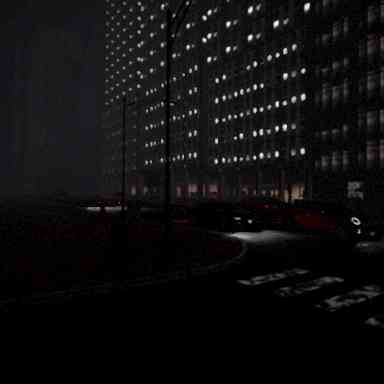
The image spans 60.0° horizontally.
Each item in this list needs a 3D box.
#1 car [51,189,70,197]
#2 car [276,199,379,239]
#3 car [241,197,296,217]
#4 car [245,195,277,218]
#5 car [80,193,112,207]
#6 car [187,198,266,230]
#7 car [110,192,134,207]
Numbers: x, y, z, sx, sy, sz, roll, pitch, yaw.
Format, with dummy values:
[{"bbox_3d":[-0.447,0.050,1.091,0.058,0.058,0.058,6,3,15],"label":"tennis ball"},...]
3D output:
[{"bbox_3d":[-19.662,0.227,49.582,1.882,1.535,5.008,1,1,-35],"label":"car"},{"bbox_3d":[6.955,1.234,16.974,2.097,1.767,4.553,0,2,-35],"label":"car"},{"bbox_3d":[6.581,1.272,29.217,1.812,1.442,4.674,1,1,-35],"label":"car"},{"bbox_3d":[4.823,1.091,26.059,2.097,1.767,4.553,1,0,-35],"label":"car"},{"bbox_3d":[-10.921,0.945,36.904,1.994,1.385,4.181,1,1,-35],"label":"car"},{"bbox_3d":[1.592,1.240,18.986,1.837,1.490,4.892,1,0,-35],"label":"car"},{"bbox_3d":[-8.476,0.760,39.082,2.097,1.767,4.553,1,1,-35],"label":"car"}]
